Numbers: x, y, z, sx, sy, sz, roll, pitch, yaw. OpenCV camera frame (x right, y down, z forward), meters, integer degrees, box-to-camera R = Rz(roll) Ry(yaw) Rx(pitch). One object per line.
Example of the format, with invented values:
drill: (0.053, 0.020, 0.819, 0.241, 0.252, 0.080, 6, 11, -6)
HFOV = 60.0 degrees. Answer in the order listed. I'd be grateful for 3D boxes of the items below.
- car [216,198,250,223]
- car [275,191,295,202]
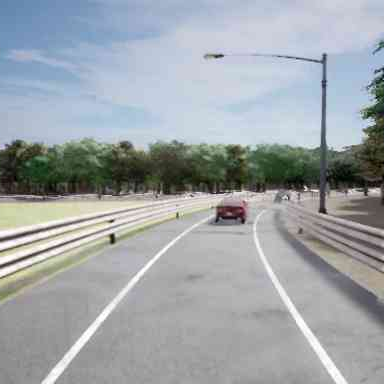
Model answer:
car: (2.823, 1.132, 22.598, 1.882, 1.535, 5.008, 0, 1, 13)
car: (14.296, 0.557, 50.995, 2.097, 1.767, 4.553, 1, 1, 30)
